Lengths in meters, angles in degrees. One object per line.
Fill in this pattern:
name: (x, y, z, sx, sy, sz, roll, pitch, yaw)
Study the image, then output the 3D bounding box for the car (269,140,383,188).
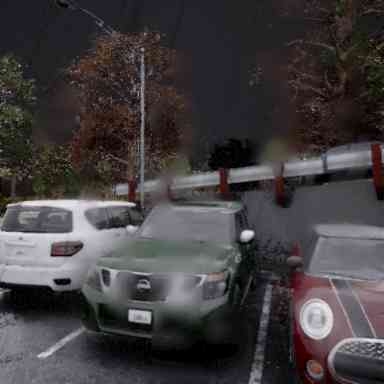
car: (5.470, -0.950, 11.538, 5.357, 1.411, 2.033, -5, -3, 36)

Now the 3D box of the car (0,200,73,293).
car: (-2.377, 1.220, 8.597, 2.435, 2.045, 5.566, 0, -1, 16)

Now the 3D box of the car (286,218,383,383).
car: (2.562, 1.360, 5.088, 2.185, 1.767, 4.553, 1, -1, 15)

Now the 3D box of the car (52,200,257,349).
car: (0.091, 1.226, 6.787, 2.435, 2.045, 5.566, 1, -1, 15)
